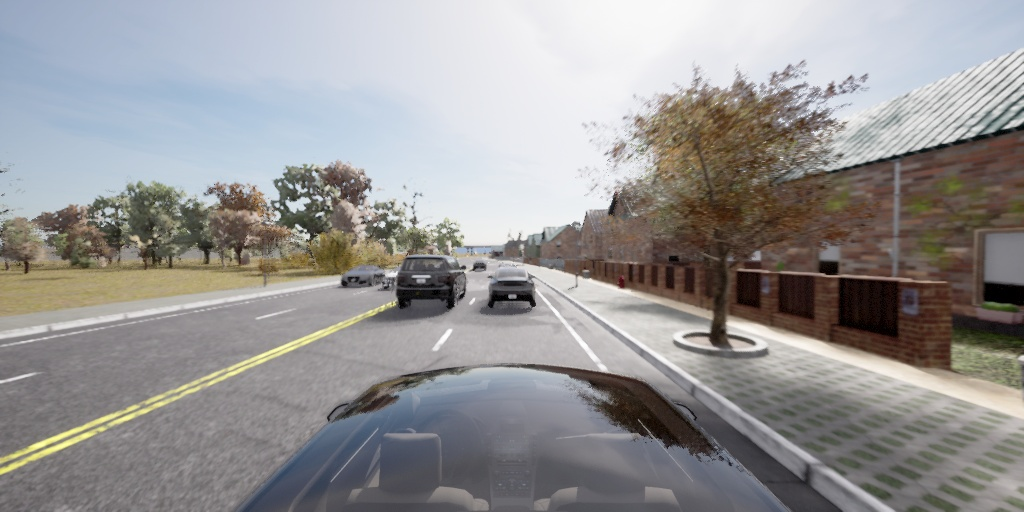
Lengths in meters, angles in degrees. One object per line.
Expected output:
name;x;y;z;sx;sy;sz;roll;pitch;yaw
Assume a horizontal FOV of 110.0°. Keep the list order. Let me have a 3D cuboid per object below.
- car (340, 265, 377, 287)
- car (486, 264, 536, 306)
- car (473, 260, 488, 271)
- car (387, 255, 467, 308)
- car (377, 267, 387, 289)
car;-10.058;1.326;24.647;1.994;1.385;4.181;0;0;-1
car;-0.020;1.251;15.652;1.837;1.490;4.892;0;0;-1
car;-4.479;1.252;50.421;1.837;1.490;4.892;0;0;-3
car;-3.258;0.973;15.382;2.150;2.045;5.566;0;0;-1
car;-6.791;1.281;23.114;1.812;1.442;4.674;0;0;-1
